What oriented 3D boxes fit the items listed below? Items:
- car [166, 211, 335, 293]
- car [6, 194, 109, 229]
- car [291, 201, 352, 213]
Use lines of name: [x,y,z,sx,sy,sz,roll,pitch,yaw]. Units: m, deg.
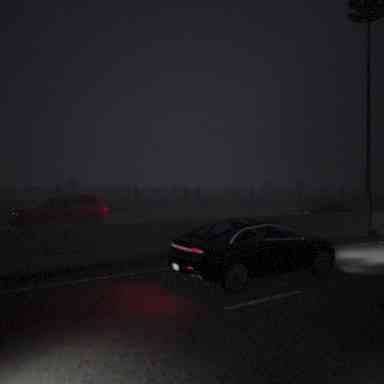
car: [1.703,1.466,8.750,4.902,1.511,2.128,0,0,-31]
car: [-7.765,1.151,19.601,5.566,2.045,2.150,0,0,-32]
car: [9.605,1.429,24.735,4.902,1.511,2.128,0,0,-23]
